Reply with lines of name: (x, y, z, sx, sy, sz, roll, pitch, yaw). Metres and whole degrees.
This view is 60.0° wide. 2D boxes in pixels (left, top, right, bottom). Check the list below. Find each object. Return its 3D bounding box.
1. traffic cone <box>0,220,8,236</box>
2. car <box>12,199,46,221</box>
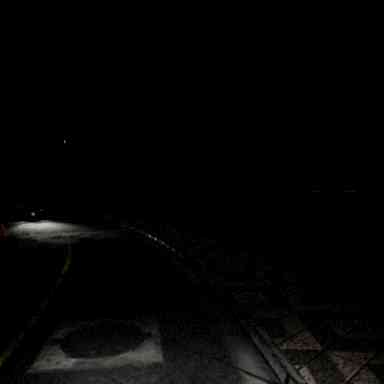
traffic cone: (-9.202, 1.824, 16.230, 0.340, 0.580, 0.340, 0, 1, -28)
car: (-12.443, 1.267, 25.272, 2.128, 1.511, 4.902, 0, 1, -34)
